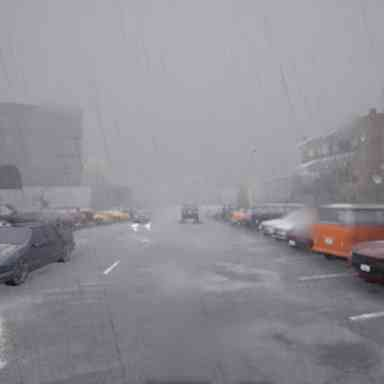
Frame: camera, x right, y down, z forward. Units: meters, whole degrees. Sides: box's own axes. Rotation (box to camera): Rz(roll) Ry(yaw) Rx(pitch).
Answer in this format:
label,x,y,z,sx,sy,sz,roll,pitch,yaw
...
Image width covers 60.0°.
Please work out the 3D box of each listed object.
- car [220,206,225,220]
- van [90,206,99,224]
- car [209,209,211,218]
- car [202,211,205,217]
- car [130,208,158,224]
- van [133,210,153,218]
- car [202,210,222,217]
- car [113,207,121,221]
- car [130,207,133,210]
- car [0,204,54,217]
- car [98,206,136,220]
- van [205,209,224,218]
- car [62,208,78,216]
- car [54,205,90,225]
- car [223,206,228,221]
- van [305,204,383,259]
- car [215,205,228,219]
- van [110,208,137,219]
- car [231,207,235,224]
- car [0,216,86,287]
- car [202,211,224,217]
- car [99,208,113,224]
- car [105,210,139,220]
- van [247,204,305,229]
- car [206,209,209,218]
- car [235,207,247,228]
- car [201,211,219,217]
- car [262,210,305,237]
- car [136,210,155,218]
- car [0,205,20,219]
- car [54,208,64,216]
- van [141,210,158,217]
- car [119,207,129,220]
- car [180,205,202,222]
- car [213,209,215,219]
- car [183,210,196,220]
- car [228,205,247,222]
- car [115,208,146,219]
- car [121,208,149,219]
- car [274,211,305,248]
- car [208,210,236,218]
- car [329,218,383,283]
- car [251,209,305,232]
label,x,y,z,sx,sy,sz,roll,pitch,yaw
car,6.187,2.728,37.973,4.892,1.521,2.231,2,-4,-21
van,-11.452,2.229,31.745,4.442,1.987,1.878,0,-3,-20
car,5.877,3.804,58.471,4.553,1.767,2.185,2,-4,-21
car,5.575,5.101,76.041,5.008,1.535,2.097,2,-4,-21
car,-5.288,2.727,37.102,1.837,1.490,4.892,0,-3,0
van,-12.175,5.374,82.538,4.442,1.987,1.878,0,-4,-20
car,5.264,5.759,87.778,4.553,1.767,2.185,2,-4,-21
car,-11.625,2.942,40.667,4.792,1.488,2.163,0,-4,-21
car,-11.945,3.419,49.550,5.366,1.575,1.946,0,-3,-21
car,-11.445,1.684,19.756,5.566,2.045,2.435,0,-3,-20
car,-11.842,3.355,52.605,5.566,2.045,2.435,0,-3,-21
van,5.547,5.271,81.958,4.442,1.987,1.878,2,-4,-21
car,-11.500,2.222,25.707,4.674,1.452,2.002,0,-2,-20
car,-11.500,2.190,28.712,4.553,1.767,2.185,0,-3,-20
car,6.219,2.582,35.039,4.892,1.521,2.231,2,-3,-20
van,6.505,1.404,11.643,4.442,1.987,1.878,1,-2,-20
car,6.188,2.633,40.929,5.566,2.045,2.435,2,-4,-21
van,-12.022,3.765,58.547,4.442,1.987,1.878,1,-4,-21
car,6.254,2.332,29.162,4.792,1.488,2.163,2,-3,-20
car,-5.127,1.659,9.894,2.033,1.411,5.357,0,-1,0
car,5.372,5.688,84.834,5.008,1.535,2.097,2,-4,-21
car,-11.414,2.599,34.748,5.366,1.575,1.946,0,-3,-21
car,-11.687,3.795,55.655,5.366,1.575,1.946,0,-4,-21
van,6.438,1.827,23.368,4.442,1.987,1.878,2,-3,-20
car,5.849,4.123,61.398,5.008,1.535,2.097,2,-4,-21
car,6.311,2.173,26.249,5.008,1.535,2.097,2,-3,-20
car,5.114,6.152,93.664,4.553,1.767,2.185,2,-4,-21
car,6.369,1.858,17.445,4.674,1.452,2.002,2,-2,-20
car,-12.014,5.676,85.579,4.553,1.767,2.185,0,-4,-20
car,-11.478,1.694,16.732,4.553,1.767,2.185,0,-2,-20
car,-11.510,2.084,22.705,4.792,1.488,2.163,0,-2,-20
van,-12.081,6.178,94.516,4.442,1.987,1.878,0,-4,-19
car,-11.517,3.073,43.708,5.366,1.575,1.946,0,-4,-21
car,-0.260,2.647,41.096,2.150,2.045,5.566,0,-3,-1
car,6.090,3.209,46.759,5.008,1.535,2.097,2,-3,-21
car,-0.401,3.533,51.541,1.837,1.490,4.892,0,-3,-1
car,6.224,2.312,32.109,4.553,1.767,2.185,2,-3,-20
car,-12.040,4.140,64.559,5.566,2.045,2.435,1,-4,-21
car,-12.103,4.544,70.564,5.566,2.045,2.435,1,-4,-20
car,6.353,1.743,14.513,4.792,1.488,2.163,2,-2,-20
car,5.794,4.320,64.329,4.892,1.521,2.231,2,-4,-21
car,6.410,1.560,8.666,5.008,1.535,2.097,1,-1,-20
car,6.351,1.971,20.382,4.674,1.452,2.002,2,-2,-20
